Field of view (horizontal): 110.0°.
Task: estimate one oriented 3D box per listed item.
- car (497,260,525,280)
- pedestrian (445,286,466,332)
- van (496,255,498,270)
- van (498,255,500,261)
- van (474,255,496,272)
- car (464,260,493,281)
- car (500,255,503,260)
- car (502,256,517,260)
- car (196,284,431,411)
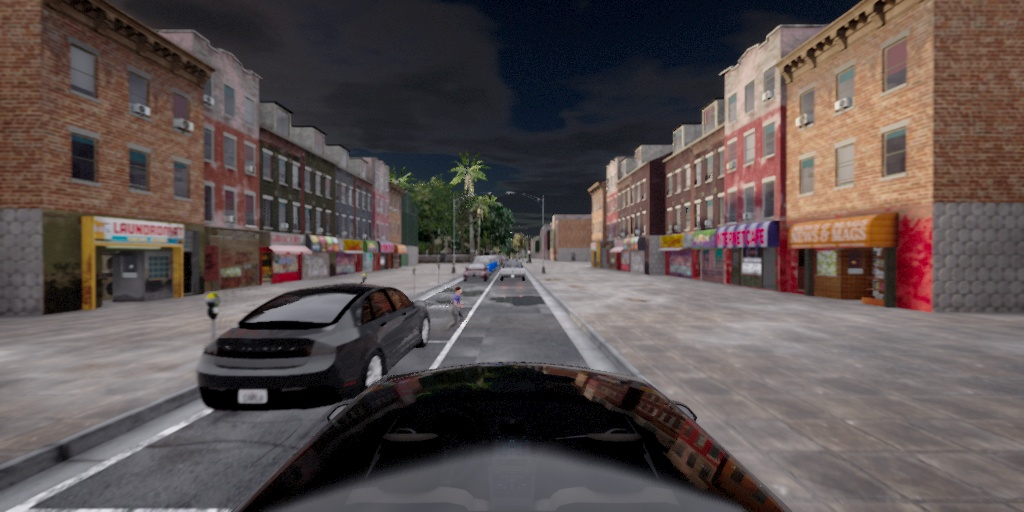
[{"bbox_3d":[0.067,1.182,28.582,1.895,1.301,4.718,0,0,0],"label":"car"},{"bbox_3d":[-1.459,1.272,9.170,0.375,1.300,0.375,0,0,0],"label":"pedestrian"},{"bbox_3d":[-2.636,0.872,38.124,1.690,1.789,3.998,0,0,0],"label":"van"},{"bbox_3d":[-2.636,0.843,43.588,1.690,1.789,3.998,0,0,0],"label":"van"},{"bbox_3d":[-2.636,0.901,32.660,1.690,1.789,3.998,0,0,0],"label":"van"},{"bbox_3d":[-2.636,1.171,27.195,1.802,1.307,4.207,0,0,0],"label":"car"},{"bbox_3d":[-2.635,0.997,54.516,2.007,1.370,4.403,0,0,0],"label":"car"},{"bbox_3d":[0.048,1.037,49.196,1.994,1.385,4.181,0,0,0],"label":"car"},{"bbox_3d":[-2.749,1.224,6.223,1.837,1.490,4.892,0,0,0],"label":"car"}]
